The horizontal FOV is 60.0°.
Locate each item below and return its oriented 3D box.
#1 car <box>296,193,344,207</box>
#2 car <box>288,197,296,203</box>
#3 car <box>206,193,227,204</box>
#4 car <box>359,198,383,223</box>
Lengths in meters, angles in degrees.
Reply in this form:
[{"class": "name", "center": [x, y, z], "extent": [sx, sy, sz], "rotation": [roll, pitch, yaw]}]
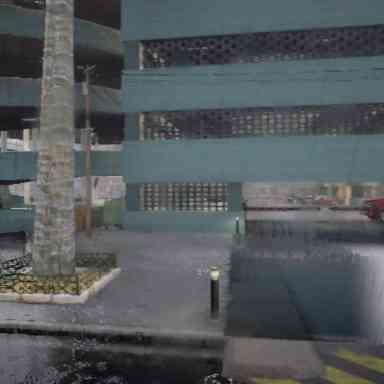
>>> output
[{"class": "car", "center": [14.989, 1.074, 38.718], "extent": [4.718, 1.301, 1.895], "rotation": [0, 0, 8]}, {"class": "car", "center": [16.970, 0.923, 50.155], "extent": [4.786, 1.482, 2.161], "rotation": [0, 0, 8]}, {"class": "car", "center": [4.326, 0.913, 47.723], "extent": [4.674, 1.452, 2.002], "rotation": [0, 0, 8]}, {"class": "car", "center": [13.310, 0.796, 20.273], "extent": [5.566, 2.045, 2.435], "rotation": [0, 0, 8]}]
